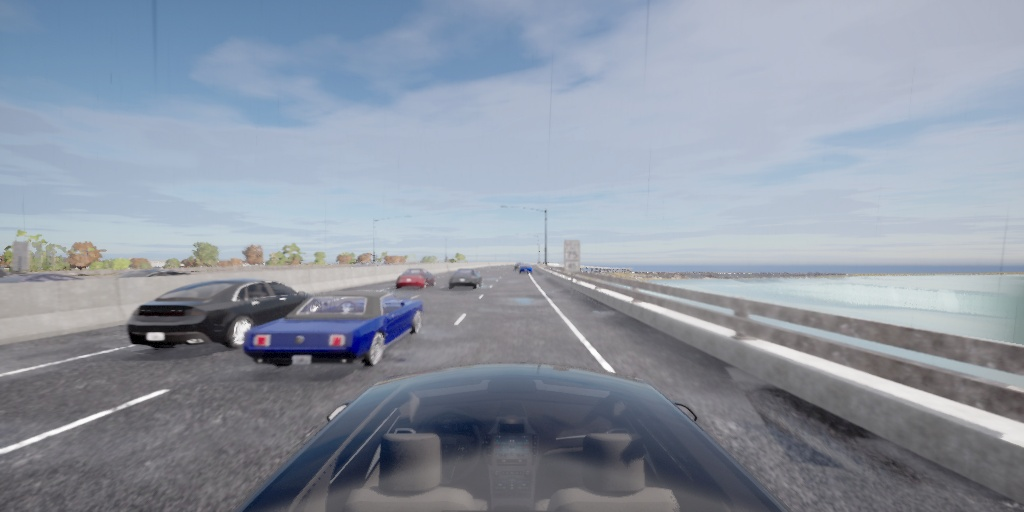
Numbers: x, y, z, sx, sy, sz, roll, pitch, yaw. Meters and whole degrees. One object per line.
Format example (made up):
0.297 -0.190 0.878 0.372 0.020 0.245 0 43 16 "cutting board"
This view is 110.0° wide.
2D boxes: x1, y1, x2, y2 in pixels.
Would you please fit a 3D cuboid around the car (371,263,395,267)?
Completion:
-20.129 1.877 57.347 2.128 1.511 4.902 0 -1 2 "car"

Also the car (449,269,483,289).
-3.221 1.574 25.533 1.994 1.385 4.181 0 -1 1 "car"

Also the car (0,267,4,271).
-24.535 1.239 15.210 2.097 1.767 4.553 0 -1 1 "car"

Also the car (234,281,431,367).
-3.383 1.418 8.020 1.895 1.301 4.718 0 -1 0 "car"

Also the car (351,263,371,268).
-23.647 1.868 56.635 2.128 1.511 4.902 0 -1 2 "car"

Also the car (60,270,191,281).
-17.517 1.419 17.155 1.837 1.490 4.892 0 -1 1 "car"

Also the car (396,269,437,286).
-6.723 1.573 25.501 1.994 1.385 4.181 0 -1 1 "car"

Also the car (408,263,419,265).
-16.552 1.887 59.399 1.882 1.535 5.008 0 -1 2 "car"

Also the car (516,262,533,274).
1.955 1.789 51.304 1.882 1.535 5.008 0 -1 2 "car"

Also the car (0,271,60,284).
-21.031 1.458 15.630 1.994 1.385 4.181 0 -1 1 "car"

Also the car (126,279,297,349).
-6.875 1.335 9.357 1.837 1.490 4.892 0 -1 0 "car"
